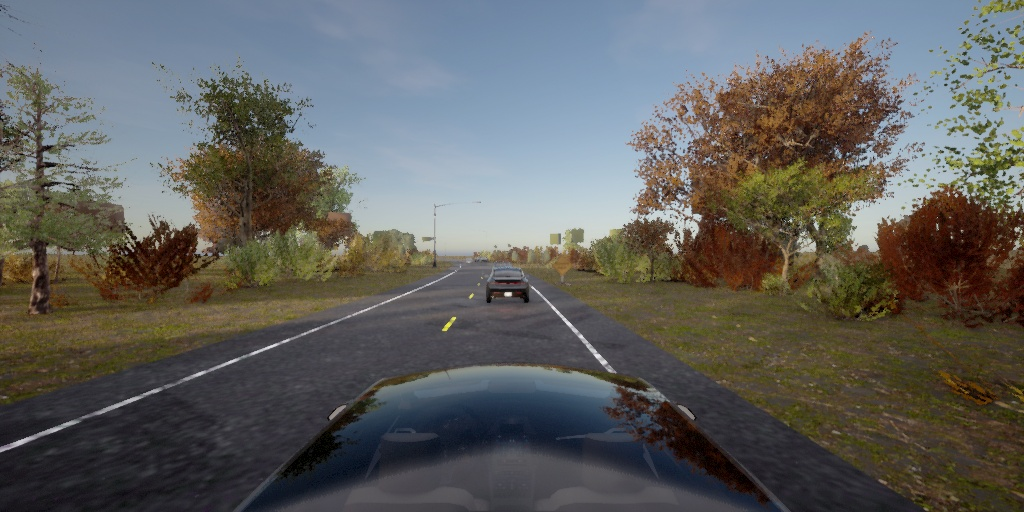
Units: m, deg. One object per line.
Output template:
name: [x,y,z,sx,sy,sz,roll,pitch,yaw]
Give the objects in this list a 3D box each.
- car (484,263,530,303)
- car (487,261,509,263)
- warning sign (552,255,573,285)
car: [-0.227,1.264,16.599,1.837,1.490,4.892,0,0,-2]
car: [-0.906,1.236,31.636,2.128,1.511,4.902,0,0,-3]
warning sign: [3.122,0.859,22.299,1.300,1.860,1.060,0,0,-2]
